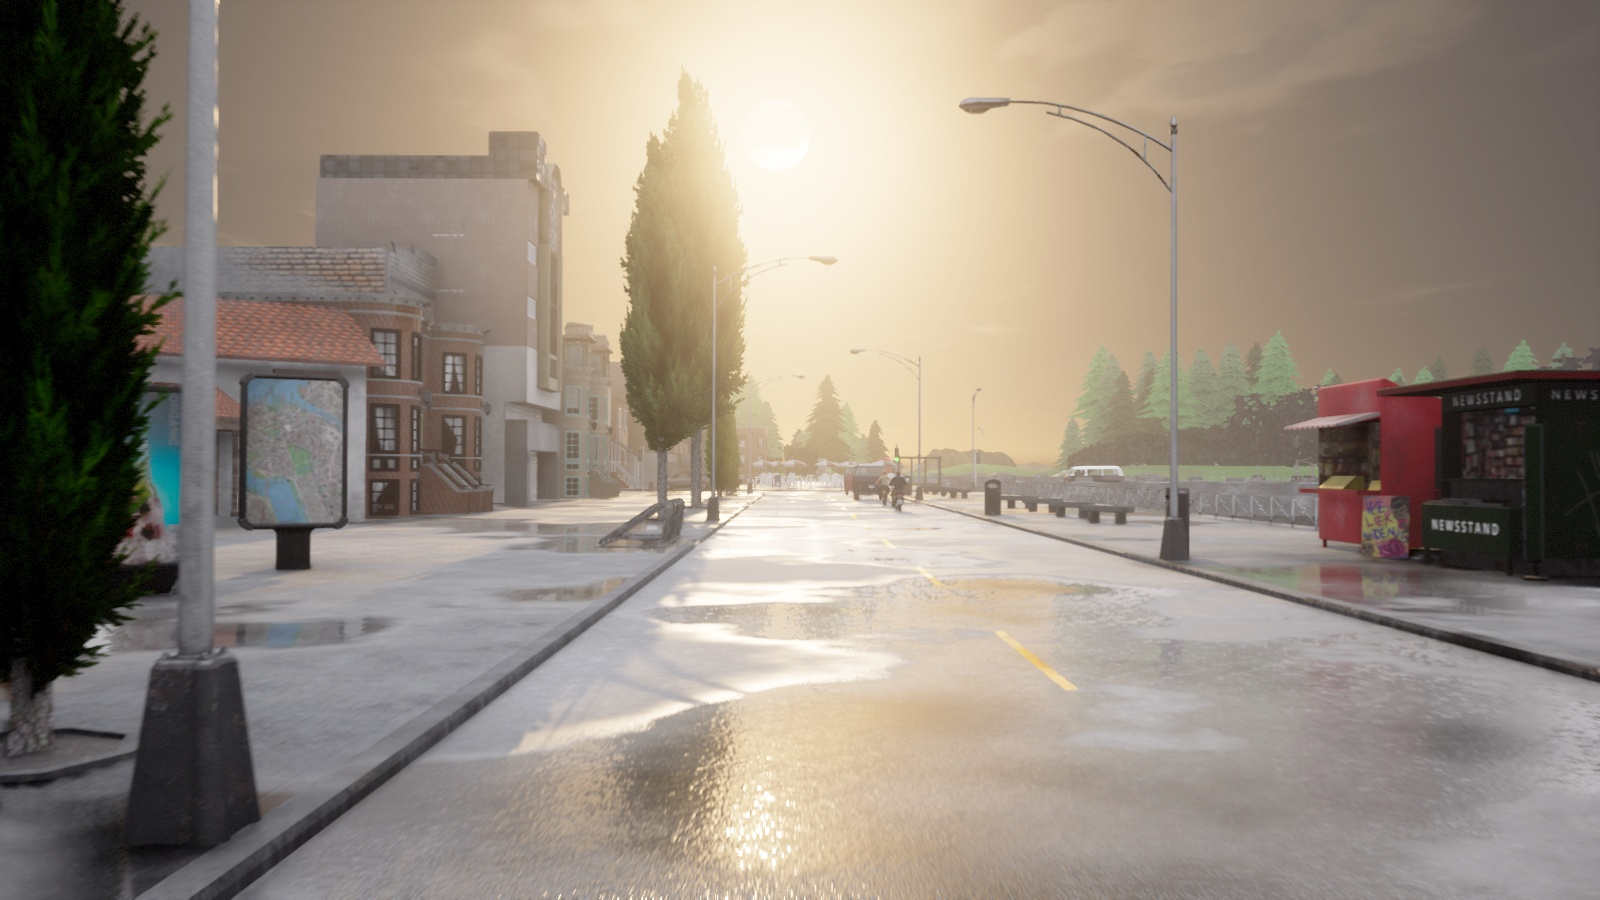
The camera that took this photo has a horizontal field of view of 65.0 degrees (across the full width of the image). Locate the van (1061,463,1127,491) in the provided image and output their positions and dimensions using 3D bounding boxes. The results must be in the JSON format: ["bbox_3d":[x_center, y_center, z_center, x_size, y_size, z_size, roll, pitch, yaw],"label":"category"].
[{"bbox_3d":[22.183,2.039,94.936,4.480,2.038,2.069,0,-1,0],"label":"van"}]

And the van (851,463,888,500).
[{"bbox_3d":[3.819,1.711,69.226,1.775,1.987,4.442,0,-1,0],"label":"van"}]

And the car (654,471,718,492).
[{"bbox_3d":[-8.594,2.383,94.805,4.514,1.525,2.007,0,-1,5],"label":"car"}]

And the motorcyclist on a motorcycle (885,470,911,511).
[{"bbox_3d":[3.871,1.583,49.595,0.866,1.590,1.817,0,-1,0],"label":"motorcyclist on a motorcycle"}]

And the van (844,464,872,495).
[{"bbox_3d":[3.842,1.949,83.455,1.775,1.987,4.442,0,-1,1],"label":"van"}]
